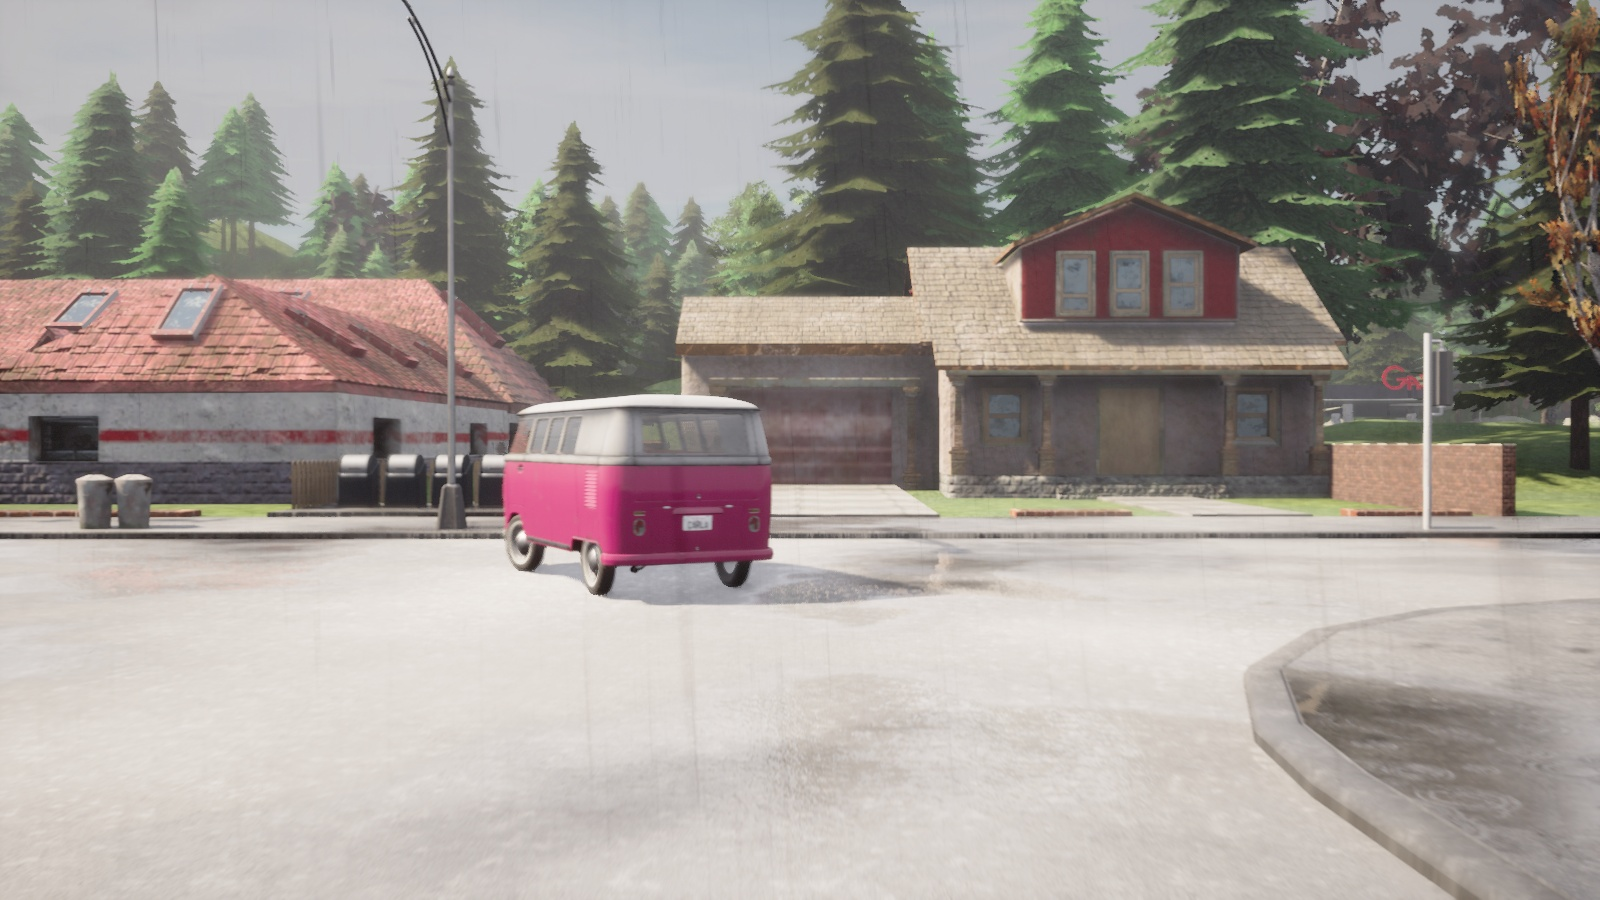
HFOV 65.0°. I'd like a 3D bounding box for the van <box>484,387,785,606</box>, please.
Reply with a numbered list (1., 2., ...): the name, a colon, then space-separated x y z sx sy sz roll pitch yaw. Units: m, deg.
1. van: -1.995 0.417 13.760 1.775 1.987 4.442 0 0 -29
